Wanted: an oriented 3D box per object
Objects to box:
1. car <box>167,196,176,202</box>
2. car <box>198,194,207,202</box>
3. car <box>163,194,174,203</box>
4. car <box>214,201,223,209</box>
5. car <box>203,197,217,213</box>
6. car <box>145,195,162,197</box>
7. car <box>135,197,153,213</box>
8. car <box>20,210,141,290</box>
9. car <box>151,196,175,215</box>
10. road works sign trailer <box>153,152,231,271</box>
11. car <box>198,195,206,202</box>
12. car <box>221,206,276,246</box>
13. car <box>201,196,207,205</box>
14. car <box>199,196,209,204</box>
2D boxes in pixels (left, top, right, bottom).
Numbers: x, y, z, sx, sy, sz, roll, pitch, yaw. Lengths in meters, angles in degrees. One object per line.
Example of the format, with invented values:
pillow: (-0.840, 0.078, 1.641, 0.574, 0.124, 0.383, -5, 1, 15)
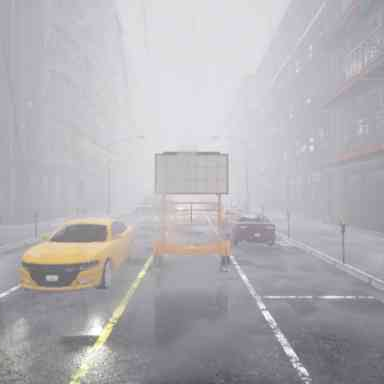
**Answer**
car: (-5.307, 1.824, 87.273, 1.947, 1.339, 4.313, 1, 0, 0)
car: (2.546, 1.545, 81.684, 2.192, 1.841, 5.009, 1, 0, 0)
car: (-5.299, 1.520, 76.211, 2.192, 1.841, 5.009, 1, 0, 0)
car: (2.584, 1.552, 21.016, 1.752, 1.417, 4.829, 1, 0, 0)
car: (2.581, 1.610, 37.436, 1.887, 1.381, 4.507, 1, 0, 0)
car: (-5.294, 1.395, 43.030, 2.192, 1.841, 5.009, 2, 0, 0)
car: (-5.299, 1.590, 37.328, 1.752, 1.417, 4.829, 2, 0, 0)
car: (-2.851, 1.486, 9.283, 1.882, 1.535, 5.008, 0, 0, 0)
car: (-2.753, 1.535, 34.544, 1.882, 1.535, 5.008, 0, 0, 0)
road works sign trailer: (-0.013, 0.475, 10.984, 2.380, 3.560, 2.880, 0, 0, 0)
car: (2.578, 1.679, 59.560, 1.887, 1.381, 4.507, 1, 0, 0)
car: (2.584, 1.562, 15.314, 1.887, 1.381, 4.507, 1, 0, 0)
car: (2.580, 1.631, 42.968, 2.008, 1.369, 4.403, 1, 0, 0)
car: (2.587, 1.620, 70.622, 1.967, 1.590, 4.097, 1, 0, 0)
